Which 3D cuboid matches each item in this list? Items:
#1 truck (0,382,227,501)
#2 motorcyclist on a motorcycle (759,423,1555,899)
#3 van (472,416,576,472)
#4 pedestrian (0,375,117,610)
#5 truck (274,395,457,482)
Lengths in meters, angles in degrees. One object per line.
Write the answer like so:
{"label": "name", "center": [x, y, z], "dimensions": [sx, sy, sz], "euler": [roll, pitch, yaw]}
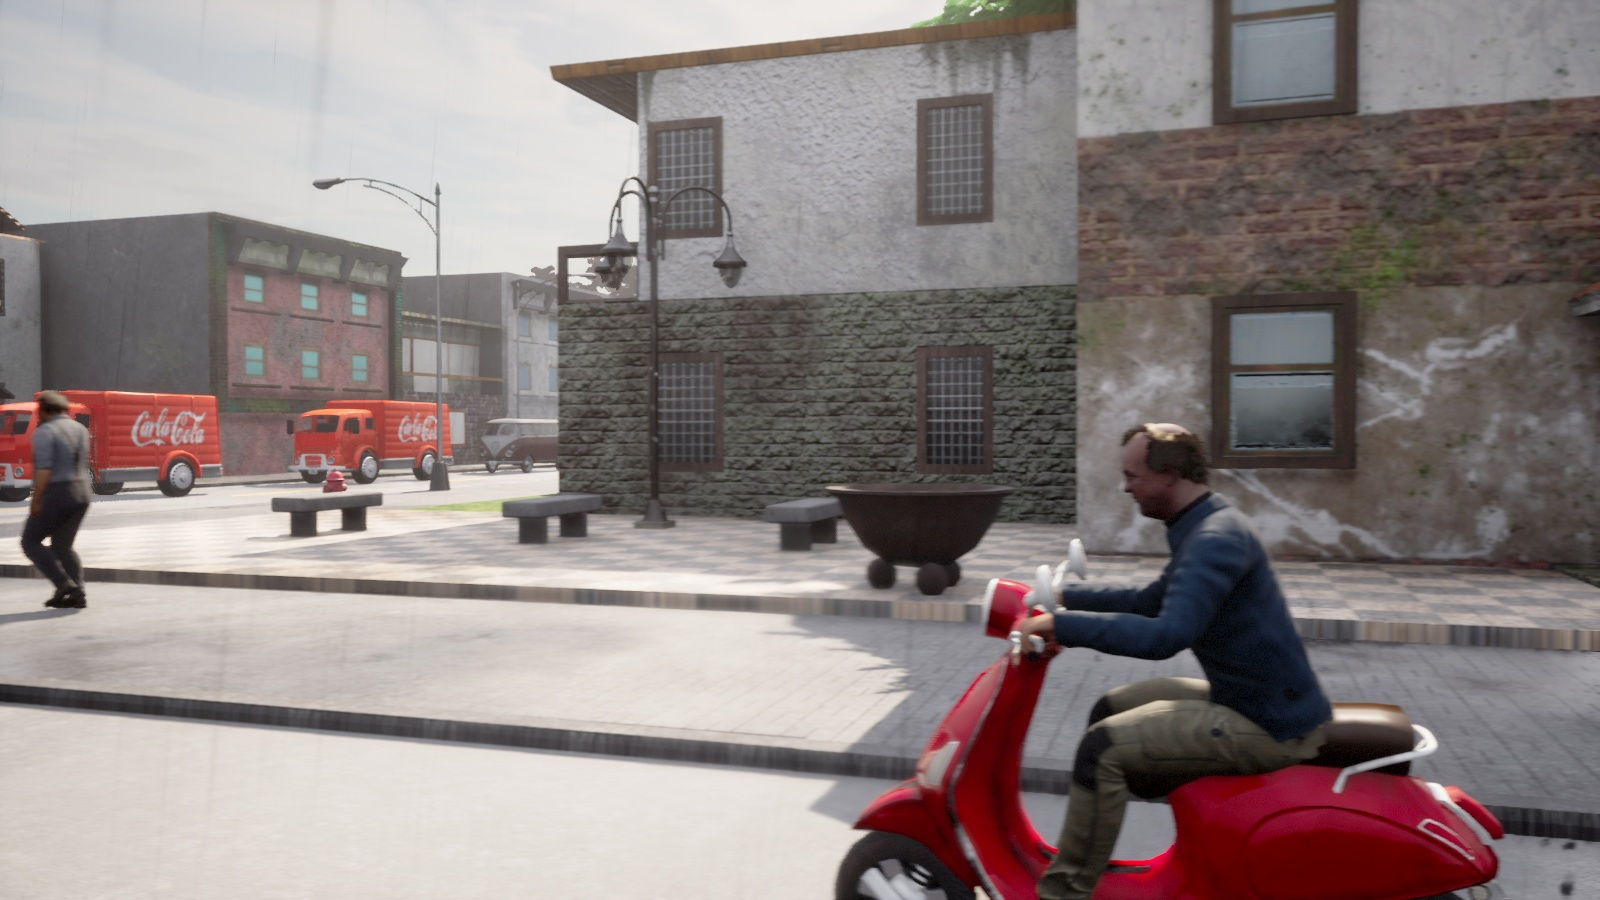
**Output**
{"label": "truck", "center": [-16.186, -0.224, 28.934], "dimensions": [2.627, 2.467, 5.204], "euler": [1, 1, 18]}
{"label": "motorcyclist on a motorcycle", "center": [0.894, 0.728, 3.409], "dimensions": [1.817, 1.590, 0.866], "euler": [1, 1, 18]}
{"label": "van", "center": [-10.232, -0.254, 46.970], "dimensions": [1.775, 1.987, 4.442], "euler": [1, 1, 18]}
{"label": "pedestrian", "center": [-6.045, 0.330, 10.187], "dimensions": [0.694, 1.848, 0.540], "euler": [0, 1, 10]}
{"label": "truck", "center": [-13.089, -0.359, 38.281], "dimensions": [2.627, 2.467, 5.204], "euler": [1, 1, 19]}
